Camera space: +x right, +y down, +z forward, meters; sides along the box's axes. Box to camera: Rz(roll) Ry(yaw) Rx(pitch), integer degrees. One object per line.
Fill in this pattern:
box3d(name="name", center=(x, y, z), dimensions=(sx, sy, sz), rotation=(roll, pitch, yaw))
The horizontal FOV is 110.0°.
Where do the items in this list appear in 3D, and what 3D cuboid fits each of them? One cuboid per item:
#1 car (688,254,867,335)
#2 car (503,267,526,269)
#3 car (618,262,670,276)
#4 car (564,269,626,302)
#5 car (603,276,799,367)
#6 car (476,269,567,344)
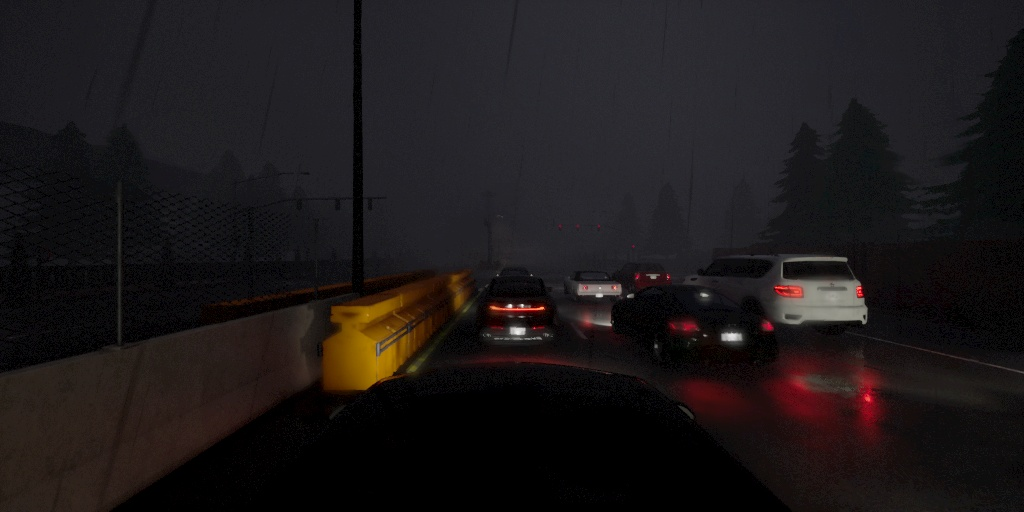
box3d(name="car", center=(7.124, 0.971, 10.641), dimensions=(2.150, 2.045, 5.566), rotation=(0, 0, 0))
box3d(name="car", center=(0.141, 1.297, 19.088), dimensions=(2.033, 1.411, 5.357), rotation=(0, 0, 0))
box3d(name="car", center=(7.147, 1.102, 20.227), dimensions=(2.097, 1.767, 4.553), rotation=(0, 0, 0))
box3d(name="car", center=(3.639, 1.351, 17.123), dimensions=(1.895, 1.301, 4.718), rotation=(0, 0, 0))
box3d(name="car", center=(3.624, 1.314, 7.941), dimensions=(1.994, 1.385, 4.181), rotation=(0, 0, -1))
box3d(name="car", center=(0.120, 1.255, 9.570), dimensions=(1.837, 1.490, 4.892), rotation=(0, 0, 0))
